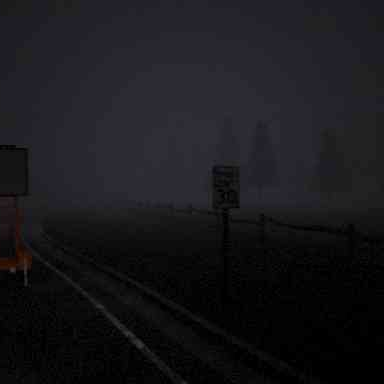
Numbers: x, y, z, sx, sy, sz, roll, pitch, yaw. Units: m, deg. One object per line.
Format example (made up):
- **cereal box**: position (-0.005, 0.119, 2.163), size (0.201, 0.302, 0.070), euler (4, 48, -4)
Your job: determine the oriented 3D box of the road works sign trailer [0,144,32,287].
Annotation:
- **road works sign trailer**: position (-5.638, 0.524, 8.734), size (2.380, 3.560, 2.880), euler (0, 0, -32)
